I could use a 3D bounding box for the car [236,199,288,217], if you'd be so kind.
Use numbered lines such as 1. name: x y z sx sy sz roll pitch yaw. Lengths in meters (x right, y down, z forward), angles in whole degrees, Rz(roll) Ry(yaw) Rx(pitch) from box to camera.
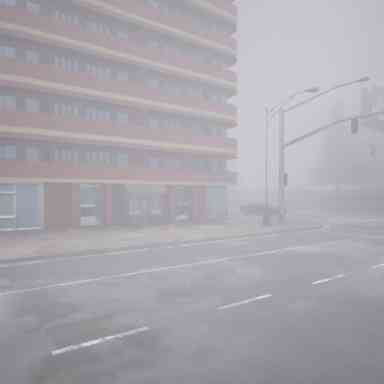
1. car: 6.844 1.601 32.043 1.895 1.301 4.718 0 0 -36

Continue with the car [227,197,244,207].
1. car: 6.457 1.491 50.743 2.128 1.511 4.902 0 0 -36
